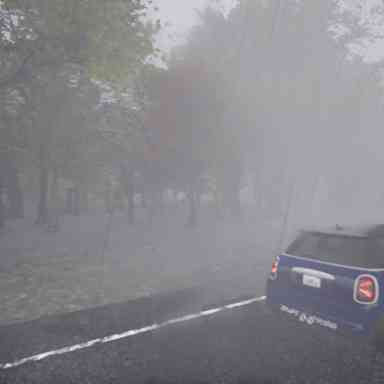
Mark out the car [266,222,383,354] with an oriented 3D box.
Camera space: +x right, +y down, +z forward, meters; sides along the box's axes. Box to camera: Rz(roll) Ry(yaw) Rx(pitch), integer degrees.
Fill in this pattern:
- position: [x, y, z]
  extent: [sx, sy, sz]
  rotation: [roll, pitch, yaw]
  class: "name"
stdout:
- position: [3.542, 1.371, 6.274]
  extent: [4.553, 1.767, 2.097]
  rotation: [0, 0, -36]
  class: "car"
